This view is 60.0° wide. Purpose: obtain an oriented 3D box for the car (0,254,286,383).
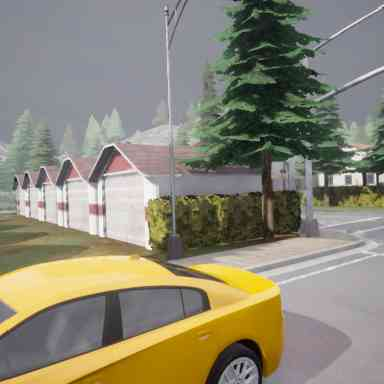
[{"bbox_3d":[-1.277,1.452,3.078,5.008,1.535,1.882,-2,1,-35],"label":"car"}]
